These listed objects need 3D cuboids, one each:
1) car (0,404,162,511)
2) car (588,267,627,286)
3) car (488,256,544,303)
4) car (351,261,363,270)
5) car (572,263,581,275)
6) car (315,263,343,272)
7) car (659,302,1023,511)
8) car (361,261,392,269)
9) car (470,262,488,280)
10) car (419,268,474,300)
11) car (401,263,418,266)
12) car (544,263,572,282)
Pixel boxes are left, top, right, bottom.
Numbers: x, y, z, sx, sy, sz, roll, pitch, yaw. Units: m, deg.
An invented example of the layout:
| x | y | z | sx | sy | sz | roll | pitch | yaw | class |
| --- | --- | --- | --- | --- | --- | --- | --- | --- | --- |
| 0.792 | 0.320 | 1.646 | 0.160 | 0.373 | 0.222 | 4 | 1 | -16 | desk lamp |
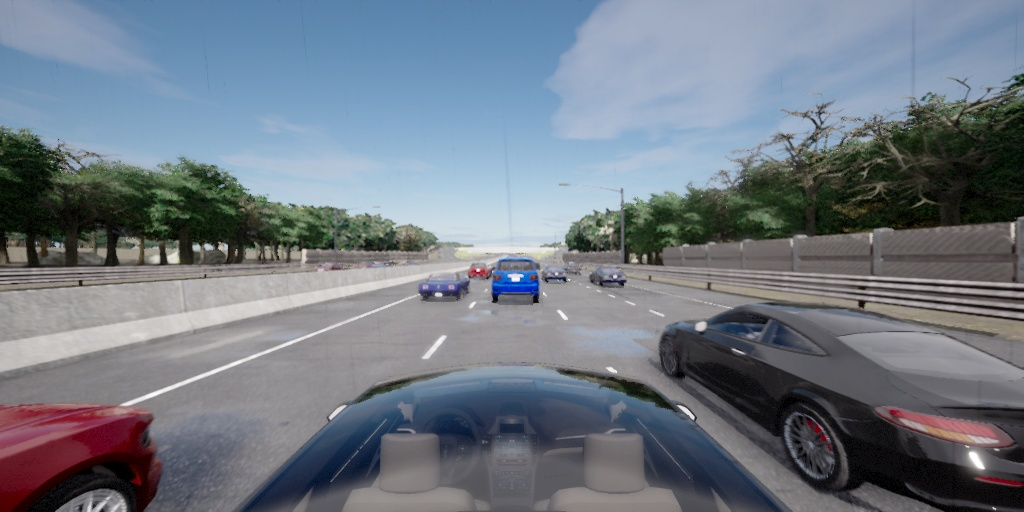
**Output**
| x | y | z | sx | sy | sz | roll | pitch | yaw | class |
| --- | --- | --- | --- | --- | --- | --- | --- | --- | --- |
| -3.404 | 1.217 | 0.428 | 1.882 | 1.535 | 5.008 | 0 | -1 | 0 | car |
| 7.243 | 1.517 | 27.575 | 2.033 | 1.411 | 5.357 | 0 | 0 | 0 | car |
| 0.172 | 1.108 | 17.915 | 2.150 | 2.045 | 5.566 | 0 | 0 | 0 | car |
| -20.701 | 1.494 | 50.363 | 2.097 | 1.767 | 4.553 | 0 | 0 | 1 | car |
| 7.418 | 1.598 | 44.826 | 2.128 | 1.511 | 4.902 | 0 | 0 | 0 | car |
| -24.236 | 1.648 | 47.773 | 1.812 | 1.442 | 4.674 | 0 | 0 | 1 | car |
| 3.507 | 1.299 | 4.442 | 1.812 | 1.442 | 4.674 | 0 | 0 | 0 | car |
| -17.257 | 1.663 | 46.787 | 2.033 | 1.411 | 5.357 | 0 | 0 | 1 | car |
| -3.182 | 1.388 | 36.054 | 2.097 | 1.767 | 4.553 | 0 | 0 | 1 | car |
| -3.325 | 1.492 | 18.585 | 1.895 | 1.301 | 4.718 | 0 | 0 | 0 | car |
| -13.734 | 1.633 | 48.223 | 1.837 | 1.490 | 4.892 | 0 | 0 | 1 | car |
| 3.674 | 1.550 | 31.739 | 2.033 | 1.411 | 5.357 | 0 | 0 | 1 | car |
